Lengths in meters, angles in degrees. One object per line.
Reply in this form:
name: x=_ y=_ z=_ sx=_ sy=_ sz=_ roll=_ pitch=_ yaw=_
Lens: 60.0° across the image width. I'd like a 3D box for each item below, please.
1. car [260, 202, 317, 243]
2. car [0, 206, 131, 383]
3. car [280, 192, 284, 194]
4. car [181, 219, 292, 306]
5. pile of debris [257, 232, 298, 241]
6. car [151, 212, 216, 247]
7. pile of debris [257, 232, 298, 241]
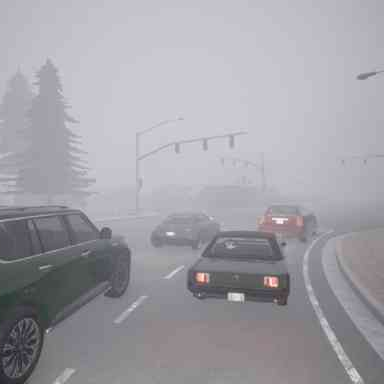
car: x=4.811 y=1.322 z=16.388 sx=2.097 sy=1.767 sz=4.553 roll=0 pitch=0 yaw=27
car: x=-2.788 y=1.222 z=5.513 sx=2.150 sy=2.045 sz=5.566 roll=0 pitch=0 yaw=8
car: x=24.829 y=1.038 z=92.182 sx=4.605 sy=1.855 sz=1.932 roll=0 pitch=0 yaw=40
car: x=1.330 y=1.589 z=8.113 sx=1.895 sy=1.301 sz=4.718 roll=0 pitch=0 yaw=14
pile of debris: x=4.192 y=2.147 z=16.147 sx=1.500 sy=0.140 sz=1.860 roll=0 pitch=0 yaw=29
car: x=-0.119 y=1.547 z=14.472 sx=1.994 sy=1.385 sz=4.181 roll=0 pitch=0 yaw=20
pile of debris: x=4.192 y=2.147 z=16.147 sx=1.500 sy=0.140 sz=1.860 roll=0 pitch=0 yaw=29
